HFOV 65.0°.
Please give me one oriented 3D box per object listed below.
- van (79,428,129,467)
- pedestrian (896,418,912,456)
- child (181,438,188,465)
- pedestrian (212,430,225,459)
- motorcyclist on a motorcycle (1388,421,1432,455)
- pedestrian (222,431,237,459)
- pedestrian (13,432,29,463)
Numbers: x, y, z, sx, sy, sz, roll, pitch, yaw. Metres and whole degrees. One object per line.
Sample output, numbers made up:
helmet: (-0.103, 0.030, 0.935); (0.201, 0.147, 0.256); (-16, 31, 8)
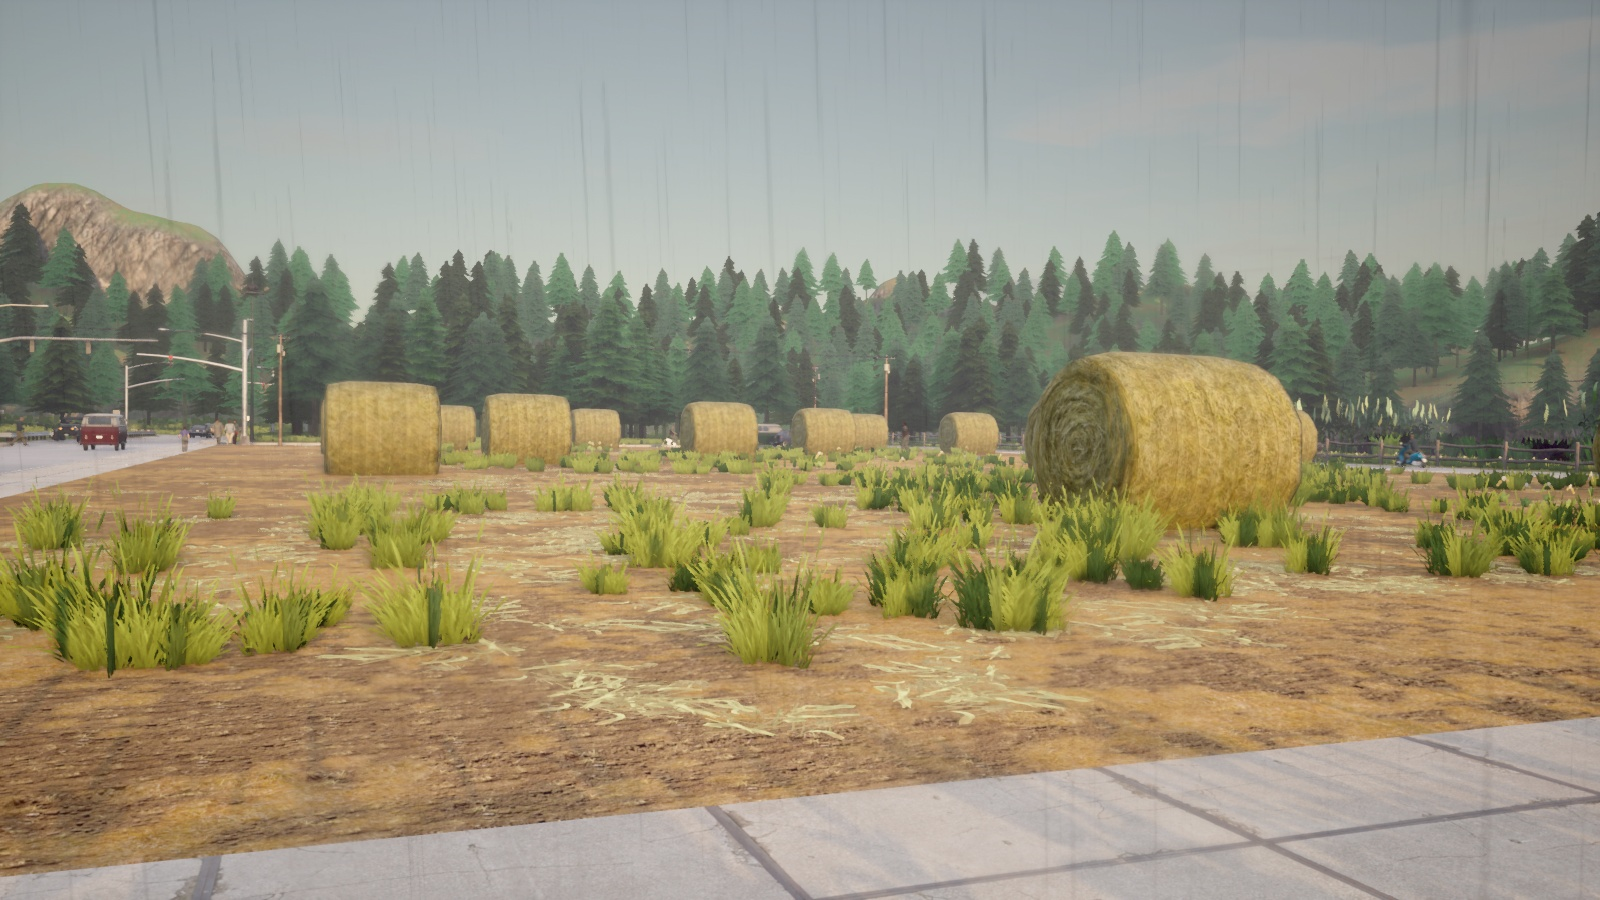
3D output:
van: (-37.342, -0.173, 67.446); (1.775, 1.987, 4.442); (-1, 1, -22)
pedestrian: (5.295, -0.674, 63.933); (0.666, 1.930, 0.402); (0, 1, 23)
child: (-29.028, 0.063, 59.244); (0.270, 1.263, 0.437); (-1, 1, -27)
pedestrian: (-39.339, -0.380, 84.899); (0.659, 1.952, 0.873); (-1, 1, -18)
motorcyclist on a motorcycle: (28.804, -0.560, 59.318); (0.866, 1.590, 1.817); (-1, 1, -18)
pedestrian: (-38.351, -0.366, 84.419); (0.874, 1.855, 0.900); (-1, 1, -20)
pedestrian: (-46.101, -0.137, 74.311); (0.726, 1.842, 0.402); (-1, 1, -26)
